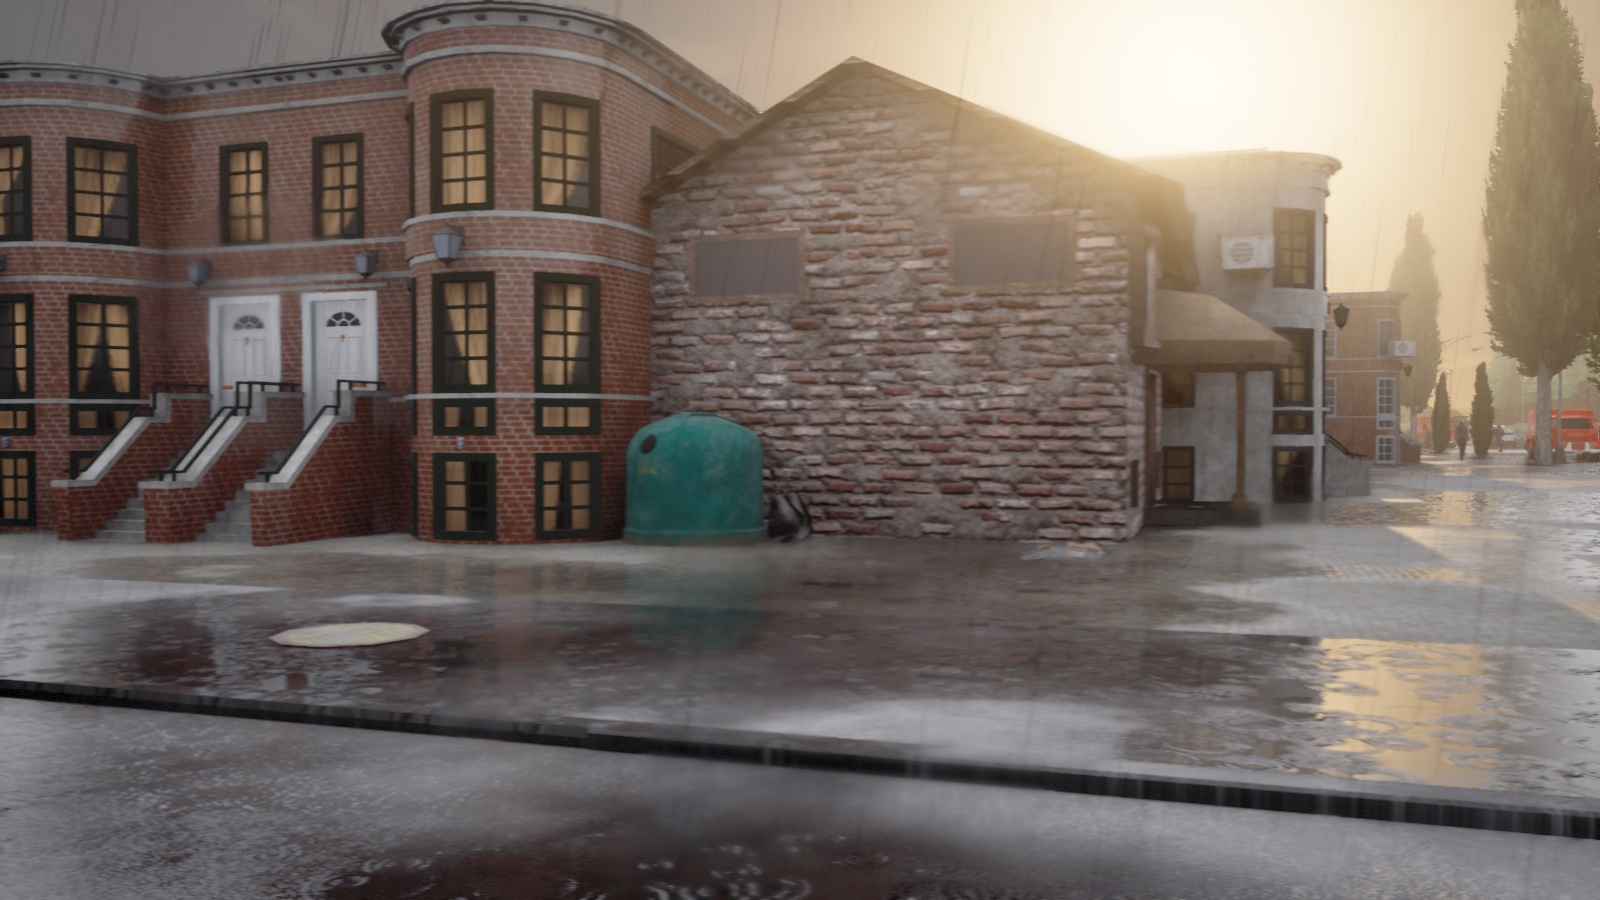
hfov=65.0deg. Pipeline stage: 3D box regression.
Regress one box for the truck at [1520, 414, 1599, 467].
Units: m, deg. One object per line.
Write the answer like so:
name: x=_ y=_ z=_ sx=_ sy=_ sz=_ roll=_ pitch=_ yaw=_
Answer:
truck: x=37.136 y=-0.475 z=61.106 sx=2.627 sy=2.467 sz=5.204 roll=1 pitch=1 yaw=19

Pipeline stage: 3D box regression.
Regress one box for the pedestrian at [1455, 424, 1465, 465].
pedestrian: x=29.275 y=-0.246 z=55.665 sx=0.331 sy=1.846 sz=0.634 roll=1 pitch=1 yaw=25
